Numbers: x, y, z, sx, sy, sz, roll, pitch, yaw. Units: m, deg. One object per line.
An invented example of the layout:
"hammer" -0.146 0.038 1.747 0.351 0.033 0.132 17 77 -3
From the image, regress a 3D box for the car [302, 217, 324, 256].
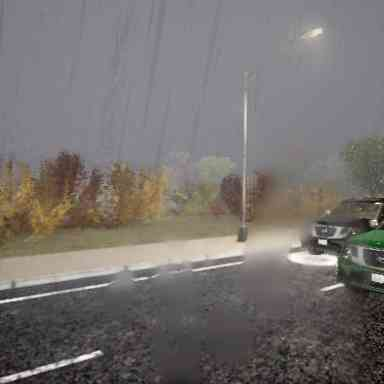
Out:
"car" 6.423 1.239 12.098 5.566 2.045 2.150 0 0 -34

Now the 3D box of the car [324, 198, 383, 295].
"car" 5.707 1.235 7.655 5.566 2.045 2.150 0 0 -35
